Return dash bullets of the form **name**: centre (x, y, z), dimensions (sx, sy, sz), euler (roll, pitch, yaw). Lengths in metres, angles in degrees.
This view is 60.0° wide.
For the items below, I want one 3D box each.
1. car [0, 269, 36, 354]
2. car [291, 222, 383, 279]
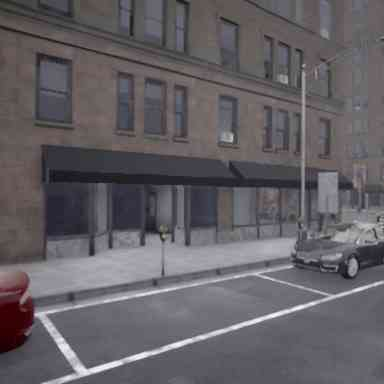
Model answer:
- **car**: centre (-4.243, 1.531, 3.740), dimensions (4.507, 1.381, 1.887), euler (1, 0, -35)
- **car**: centre (4.872, 1.647, 10.233), dimensions (4.403, 1.369, 2.008), euler (1, 0, -35)
